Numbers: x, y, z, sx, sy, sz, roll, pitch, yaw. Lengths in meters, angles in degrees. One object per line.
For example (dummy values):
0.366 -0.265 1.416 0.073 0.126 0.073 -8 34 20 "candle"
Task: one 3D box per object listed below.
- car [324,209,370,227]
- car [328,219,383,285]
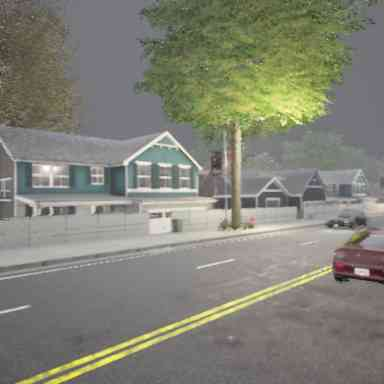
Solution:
12.085 2.044 25.552 2.033 1.411 5.357 -2 -2 44 "car"
5.469 1.669 9.208 1.812 1.442 4.674 -2 -2 44 "car"
